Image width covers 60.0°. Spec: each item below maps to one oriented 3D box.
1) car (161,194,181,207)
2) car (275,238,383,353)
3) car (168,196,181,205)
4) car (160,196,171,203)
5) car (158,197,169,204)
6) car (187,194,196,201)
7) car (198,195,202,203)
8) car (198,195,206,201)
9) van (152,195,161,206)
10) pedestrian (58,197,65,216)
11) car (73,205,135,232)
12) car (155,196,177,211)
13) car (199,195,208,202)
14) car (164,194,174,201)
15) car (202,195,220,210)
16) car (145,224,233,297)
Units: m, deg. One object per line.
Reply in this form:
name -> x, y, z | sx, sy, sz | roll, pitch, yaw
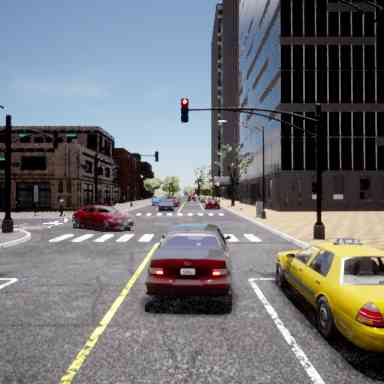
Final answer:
car -> -3.132, 1.364, 50.982 | 2.097, 1.767, 4.553 | 0, 0, 0
car -> 2.834, 1.527, 6.325 | 1.752, 1.417, 4.829 | 1, 0, 0
car -> -3.111, 1.507, 61.360 | 2.128, 1.511, 4.902 | 0, 0, 0
car -> -5.732, 1.584, 71.784 | 1.947, 1.339, 4.313 | 1, 0, 0
car -> -5.728, 1.599, 66.249 | 1.802, 1.307, 4.206 | 1, 0, 0
car -> -0.060, 1.377, 81.614 | 2.097, 1.767, 4.553 | 0, 0, 0
car -> 2.649, 1.544, 71.948 | 1.752, 1.417, 4.829 | 1, 0, 0
car -> 2.636, 1.568, 88.382 | 1.887, 1.381, 4.507 | 1, 0, 0
van -> -5.717, 1.355, 55.181 | 1.690, 1.788, 3.998 | 1, 0, 0
pedestrian -> -12.568, 1.365, 32.087 | 0.375, 1.860, 0.375 | 0, 0, 1
car -> -5.455, 1.528, 20.135 | 4.674, 1.442, 1.812 | 0, -1, 41
car -> -3.154, 1.557, 41.084 | 2.033, 1.411, 5.357 | 0, 0, -3
car -> 2.645, 1.546, 77.482 | 1.752, 1.417, 4.829 | 1, 0, 0
car -> -5.736, 1.337, 82.852 | 2.192, 1.841, 5.009 | 1, 0, 0
car -> 2.670, 1.450, 44.103 | 1.967, 1.590, 4.097 | 1, 0, 0
car -> 0.069, 1.549, 8.774 | 2.033, 1.411, 5.357 | 0, 0, 3
